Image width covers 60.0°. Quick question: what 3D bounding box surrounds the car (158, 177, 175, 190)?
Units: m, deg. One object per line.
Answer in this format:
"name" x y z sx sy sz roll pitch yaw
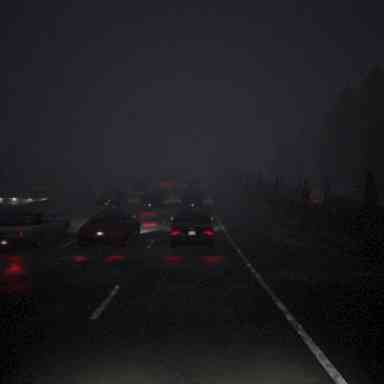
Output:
"car" -3.367 -1.276 44.692 2.097 1.767 4.553 0 7 0

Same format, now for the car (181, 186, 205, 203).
"car" 0.052 0.597 29.544 1.837 1.490 4.892 0 5 0

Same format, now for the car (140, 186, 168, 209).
"car" -3.448 0.602 29.564 1.837 1.490 4.892 0 5 0

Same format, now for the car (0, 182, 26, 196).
"car" -20.895 -0.419 39.731 1.812 1.442 4.674 0 7 0

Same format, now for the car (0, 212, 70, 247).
"car" -7.001 1.550 14.665 1.895 1.301 4.718 0 1 0

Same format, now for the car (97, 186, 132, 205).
"car" -6.948 0.576 29.579 1.882 1.535 5.008 0 5 0

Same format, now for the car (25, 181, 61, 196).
"car" -17.395 -0.472 39.705 1.882 1.535 5.008 0 7 0

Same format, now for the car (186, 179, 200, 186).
"car" 0.133 -1.089 44.724 2.033 1.411 5.357 0 7 0

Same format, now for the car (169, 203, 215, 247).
"car" -0.001 1.487 14.634 2.033 1.411 5.357 0 1 0

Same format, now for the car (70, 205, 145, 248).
"car" -3.501 1.503 14.635 1.994 1.385 4.181 0 1 0

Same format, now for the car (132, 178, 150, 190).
"car" -6.867 -1.156 44.752 1.882 1.535 5.008 0 7 0
